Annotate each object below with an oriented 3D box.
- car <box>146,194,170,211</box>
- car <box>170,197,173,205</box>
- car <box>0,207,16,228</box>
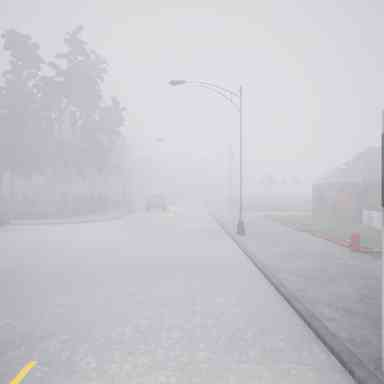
[{"bbox_3d":[-4.248,1.221,40.369,2.150,2.045,5.566,0,0,0],"label":"car"},{"bbox_3d":[-4.219,1.492,56.306,2.128,1.511,4.902,0,0,0],"label":"car"},{"bbox_3d":[-13.262,1.505,19.995,4.892,1.490,1.837,0,1,0],"label":"car"}]
